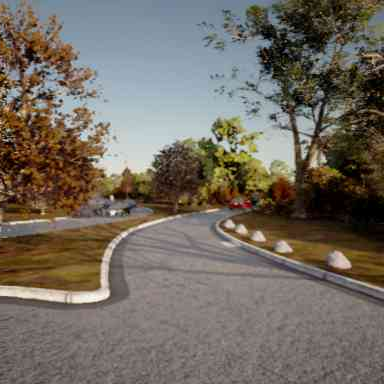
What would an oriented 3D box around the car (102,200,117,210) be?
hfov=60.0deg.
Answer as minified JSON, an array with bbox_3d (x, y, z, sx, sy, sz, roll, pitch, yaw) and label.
[{"bbox_3d":[-13.294,2.047,53.549,1.837,1.490,4.892,0,0,-20],"label":"car"}]

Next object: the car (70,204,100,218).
[{"bbox_3d":[-10.799,1.945,34.093,1.994,1.385,4.181,0,-1,4],"label":"car"}]

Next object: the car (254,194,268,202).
[{"bbox_3d":[11.443,1.331,54.977,2.150,2.045,5.566,0,1,29],"label":"car"}]

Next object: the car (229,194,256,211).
[{"bbox_3d":[6.861,1.593,46.357,2.097,1.767,4.553,0,1,27],"label":"car"}]

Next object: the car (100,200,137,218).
[{"bbox_3d":[-7.525,1.859,34.647,2.128,1.511,4.902,0,-1,3],"label":"car"}]
